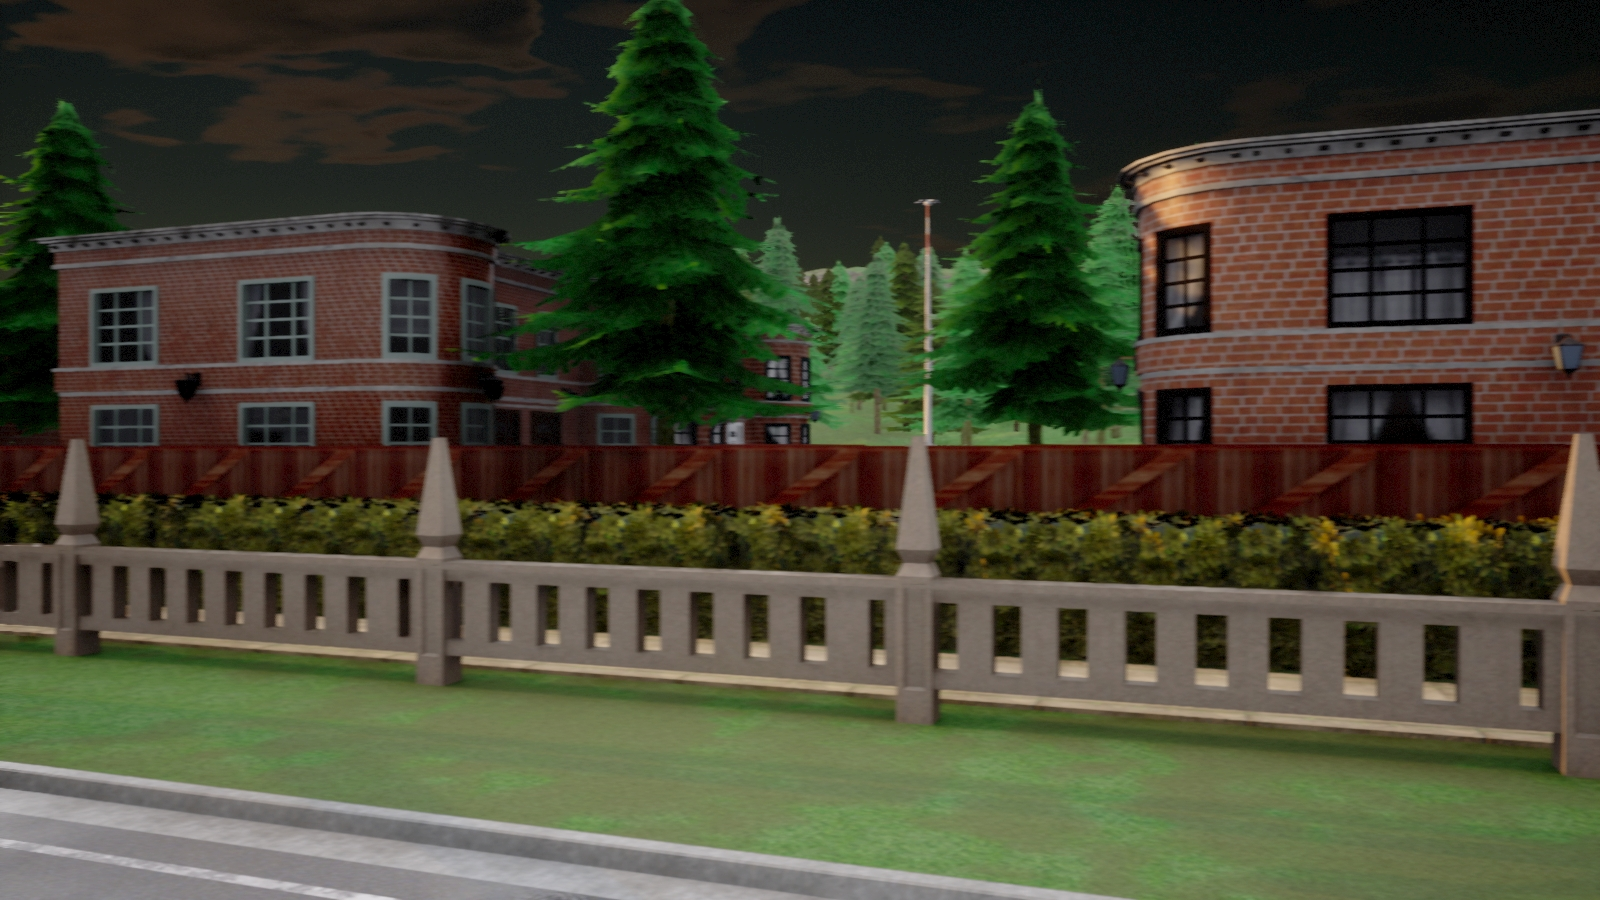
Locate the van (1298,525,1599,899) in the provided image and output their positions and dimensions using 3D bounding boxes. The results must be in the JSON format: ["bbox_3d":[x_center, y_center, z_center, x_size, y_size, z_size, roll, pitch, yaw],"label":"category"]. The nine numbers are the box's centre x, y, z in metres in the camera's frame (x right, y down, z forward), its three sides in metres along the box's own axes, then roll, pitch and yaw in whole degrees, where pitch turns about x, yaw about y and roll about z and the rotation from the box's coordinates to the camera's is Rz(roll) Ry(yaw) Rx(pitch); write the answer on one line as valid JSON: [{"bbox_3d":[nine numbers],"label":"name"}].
[{"bbox_3d":[3.906,1.531,1.244,5.915,2.561,1.988,0,0,33],"label":"van"}]
